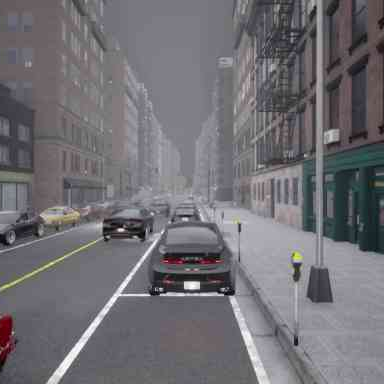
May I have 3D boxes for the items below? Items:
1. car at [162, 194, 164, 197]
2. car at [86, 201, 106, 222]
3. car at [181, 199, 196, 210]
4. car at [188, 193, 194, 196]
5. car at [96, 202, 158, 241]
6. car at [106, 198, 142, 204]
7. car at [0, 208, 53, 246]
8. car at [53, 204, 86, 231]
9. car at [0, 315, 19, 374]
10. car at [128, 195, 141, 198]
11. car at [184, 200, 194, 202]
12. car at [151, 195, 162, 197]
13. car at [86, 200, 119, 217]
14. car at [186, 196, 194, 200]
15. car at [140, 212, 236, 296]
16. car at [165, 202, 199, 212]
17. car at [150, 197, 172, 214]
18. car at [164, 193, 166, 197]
[{"bbox_3d":[-8.408,1.510,79.763,1.887,1.381,4.507,0,0,0],"label":"car"},{"bbox_3d":[-8.408,1.581,26.194,1.802,1.307,4.206,0,0,0],"label":"car"},{"bbox_3d":[-0.383,1.573,42.423,1.802,1.307,4.206,0,0,0],"label":"car"},{"bbox_3d":[-0.382,1.396,90.663,1.967,1.590,4.097,0,0,0],"label":"car"},{"bbox_3d":[-3.017,1.477,16.606,1.882,1.535,5.008,0,0,0],"label":"car"},{"bbox_3d":[-5.866,1.490,27.894,2.128,1.511,4.902,0,0,0],"label":"car"},{"bbox_3d":[-8.408,1.566,15.368,1.947,1.339,4.313,0,0,0],"label":"car"},{"bbox_3d":[-8.408,1.525,20.611,1.752,1.417,4.829,0,0,0],"label":"car"},{"bbox_3d":[-2.925,1.601,1.690,1.895,1.301,4.718,0,0,0],"label":"car"},{"bbox_3d":[-8.408,1.302,47.845,2.192,1.841,5.009,0,0,0],"label":"car"},{"bbox_3d":[-0.383,1.565,26.185,1.947,1.339,4.313,0,0,0],"label":"car"},{"bbox_3d":[-8.408,1.521,74.308,2.008,1.369,4.403,0,0,0],"label":"car"},{"bbox_3d":[-8.408,1.548,31.607,2.008,1.369,4.403,0,0,0],"label":"car"},{"bbox_3d":[-0.383,1.519,37.181,1.752,1.417,4.829,0,0,0],"label":"car"},{"bbox_3d":[0.000,1.504,8.650,1.837,1.490,4.892,0,0,0],"label":"car"},{"bbox_3d":[-0.383,1.566,20.772,1.947,1.339,4.313,0,0,0],"label":"car"},{"bbox_3d":[-2.928,1.489,31.220,2.128,1.511,4.902,0,0,0],"label":"car"},{"bbox_3d":[-8.408,1.486,85.047,1.752,1.417,4.829,0,0,0],"label":"car"}]
